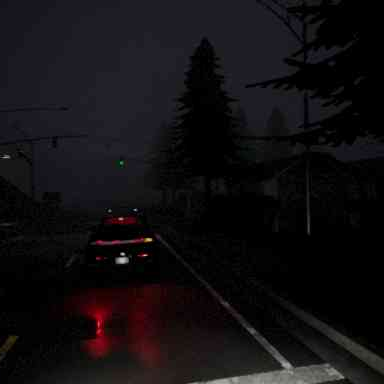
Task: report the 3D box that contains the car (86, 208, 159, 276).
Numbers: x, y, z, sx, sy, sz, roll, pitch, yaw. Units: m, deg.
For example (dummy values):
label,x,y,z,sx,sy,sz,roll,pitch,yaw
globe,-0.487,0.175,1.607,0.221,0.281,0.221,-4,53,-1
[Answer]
label,x,y,z,sx,sy,sz,roll,pitch,yaw
car,-2.081,1.457,10.268,2.128,1.511,4.902,-2,-1,-10

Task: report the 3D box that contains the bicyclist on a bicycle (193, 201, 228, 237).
label,x,y,z,sx,sy,sz,roll,pitch,yaw
bicyclist on a bicycle,0.837,1.217,15.046,1.656,1.620,0.582,-1,0,-13

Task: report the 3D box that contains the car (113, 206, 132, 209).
label,x,y,z,sx,sy,sz,roll,pitch,yaw
car,-4.657,1.635,22.424,1.994,1.385,4.181,-1,0,-12
